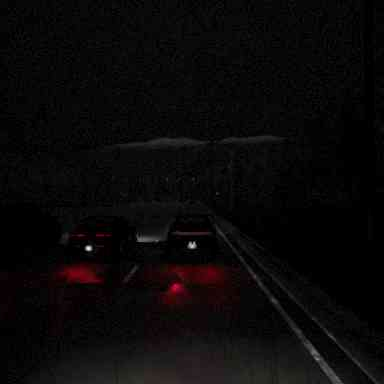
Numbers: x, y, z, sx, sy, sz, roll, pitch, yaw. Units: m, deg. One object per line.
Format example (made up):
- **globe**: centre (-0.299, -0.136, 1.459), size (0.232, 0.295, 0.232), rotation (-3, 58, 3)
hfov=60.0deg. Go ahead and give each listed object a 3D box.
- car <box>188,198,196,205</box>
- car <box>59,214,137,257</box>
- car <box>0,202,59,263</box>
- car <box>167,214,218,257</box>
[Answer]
- **car**: centre (0.018, 2.479, 79.892), size (1.895, 1.301, 4.718), rotation (0, -1, 0)
- **car**: centre (-3.480, 1.659, 13.679), size (1.837, 1.490, 4.892), rotation (0, 0, 0)
- **car**: centre (-6.989, 1.367, 12.756), size (2.150, 2.045, 5.566), rotation (0, 0, 0)
- **car**: centre (0.020, 1.645, 13.678), size (2.128, 1.511, 4.902), rotation (0, 0, 0)
